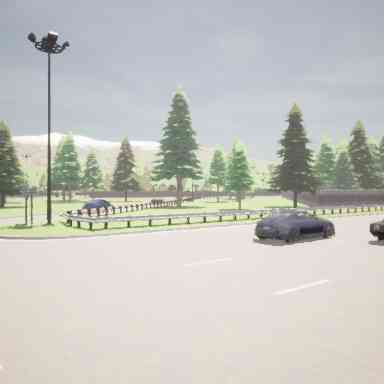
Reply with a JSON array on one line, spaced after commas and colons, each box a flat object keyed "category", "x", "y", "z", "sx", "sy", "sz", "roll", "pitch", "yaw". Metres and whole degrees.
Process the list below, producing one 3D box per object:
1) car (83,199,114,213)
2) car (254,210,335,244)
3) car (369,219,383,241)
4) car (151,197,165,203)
[{"category": "car", "x": -10.214, "y": 1.526, "z": 36.677, "sx": 1.812, "sy": 1.442, "sz": 4.674, "roll": 0, "pitch": 0, "yaw": 14}, {"category": "car", "x": 4.919, "y": 1.563, "z": 15.834, "sx": 4.181, "sy": 1.385, "sz": 1.994, "roll": 0, "pitch": 0, "yaw": -35}, {"category": "car", "x": 10.247, "y": 1.601, "z": 15.329, "sx": 4.718, "sy": 1.301, "sz": 1.895, "roll": 0, "pitch": 0, "yaw": -35}, {"category": "car", "x": -6.359, "y": 1.601, "z": 62.591, "sx": 1.895, "sy": 1.301, "sz": 4.718, "roll": 0, "pitch": 0, "yaw": 5}]
